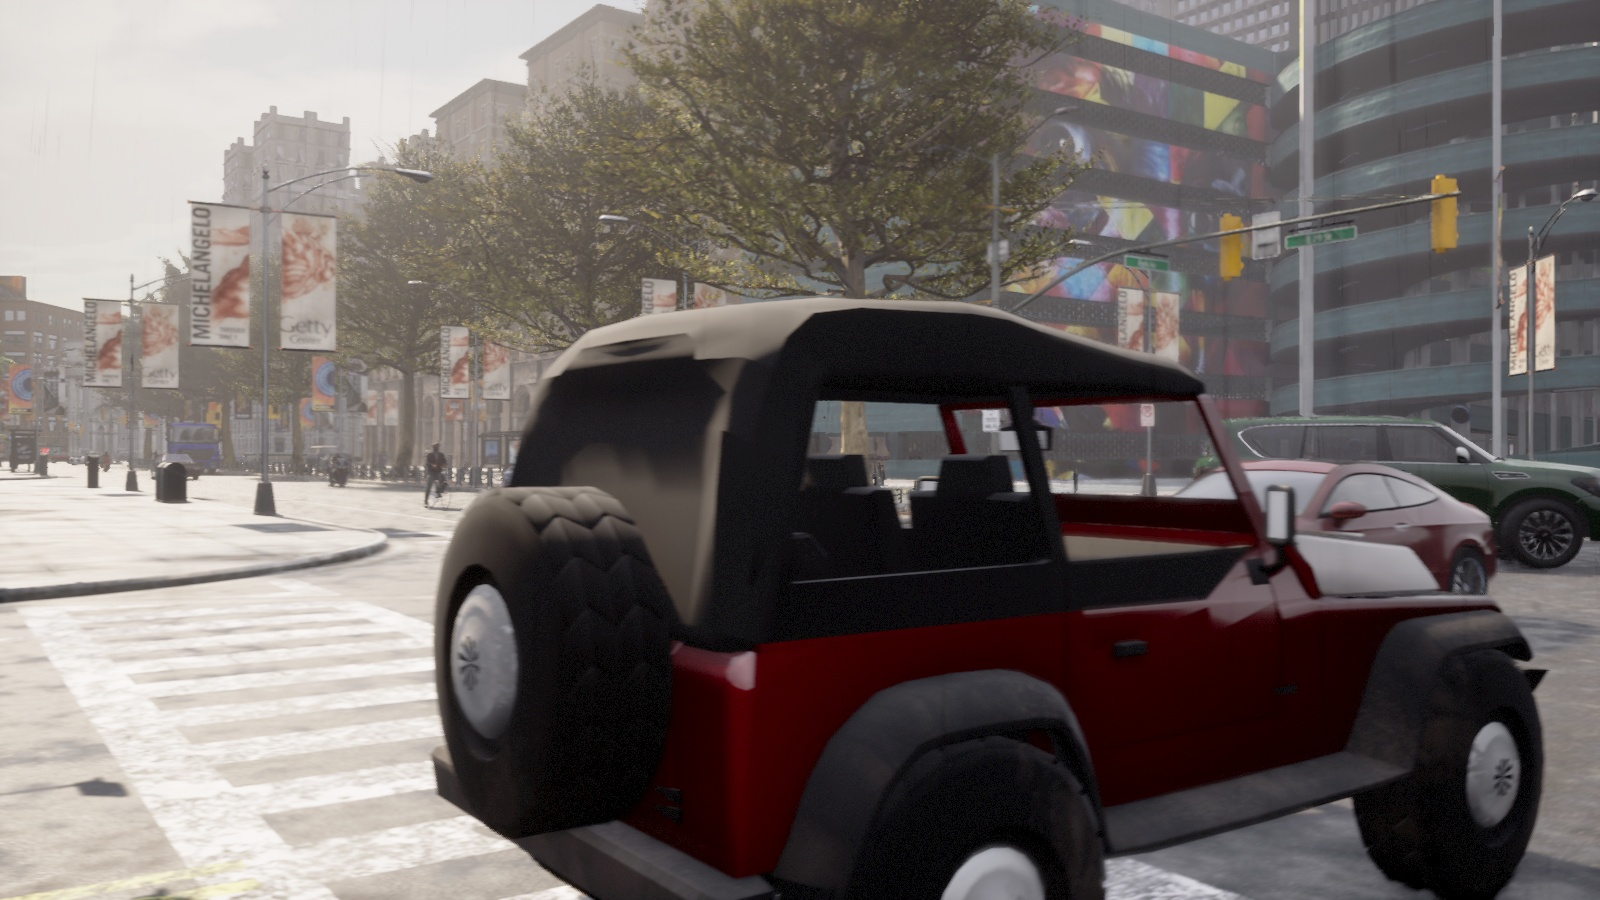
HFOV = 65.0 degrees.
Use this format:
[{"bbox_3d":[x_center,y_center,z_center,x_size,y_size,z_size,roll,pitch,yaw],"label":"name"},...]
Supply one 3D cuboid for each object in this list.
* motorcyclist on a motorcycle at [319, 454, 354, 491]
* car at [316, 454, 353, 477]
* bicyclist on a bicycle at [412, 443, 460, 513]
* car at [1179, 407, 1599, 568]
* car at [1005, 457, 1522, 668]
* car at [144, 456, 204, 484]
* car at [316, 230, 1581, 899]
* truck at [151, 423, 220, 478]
[{"bbox_3d":[-19.707,0.950,53.405,0.866,1.530,2.191,0,0,-35],"label":"motorcyclist on a motorcycle"},{"bbox_3d":[-31.169,1.027,84.065,1.816,1.474,4.193,0,0,-28],"label":"car"},{"bbox_3d":[-9.532,0.714,32.865,0.659,1.776,1.843,0,0,-35],"label":"bicyclist on a bicycle"},{"bbox_3d":[8.429,0.489,17.874,5.566,2.045,2.150,-1,0,24],"label":"car"},{"bbox_3d":[4.097,0.787,10.774,4.674,1.442,1.812,0,0,-35],"label":"car"},{"bbox_3d":[-33.232,1.024,66.580,2.033,1.411,5.357,0,0,-35],"label":"car"},{"bbox_3d":[0.666,0.549,4.143,3.866,1.878,1.905,0,0,-36],"label":"car"},{"bbox_3d":[-41.113,0.053,83.896,2.891,3.462,7.936,0,0,-35],"label":"truck"}]
